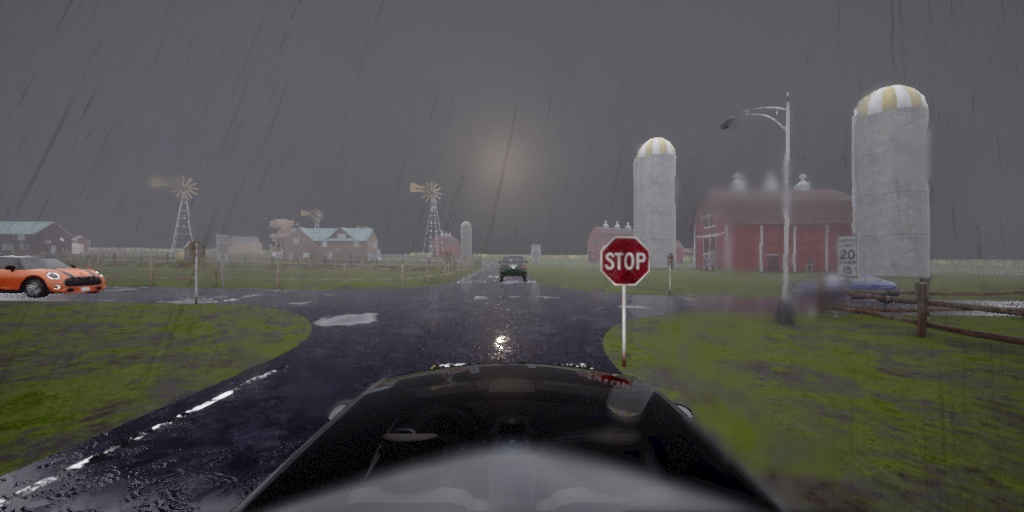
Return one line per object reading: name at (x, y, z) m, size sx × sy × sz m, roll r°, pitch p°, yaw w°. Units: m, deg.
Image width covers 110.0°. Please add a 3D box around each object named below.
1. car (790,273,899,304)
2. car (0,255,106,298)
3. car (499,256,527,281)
car at (16.881, 1.586, 18.285) m, size 4.674 × 1.442 × 1.812 m, roll 1°, pitch -1°, yaw 0°
car at (-20.345, 0.781, 15.227) m, size 4.553 × 1.767 × 2.097 m, roll 1°, pitch -1°, yaw 0°
car at (0.107, 0.981, 30.550) m, size 2.150 × 2.045 × 5.566 m, roll 0°, pitch 0°, yaw 0°
